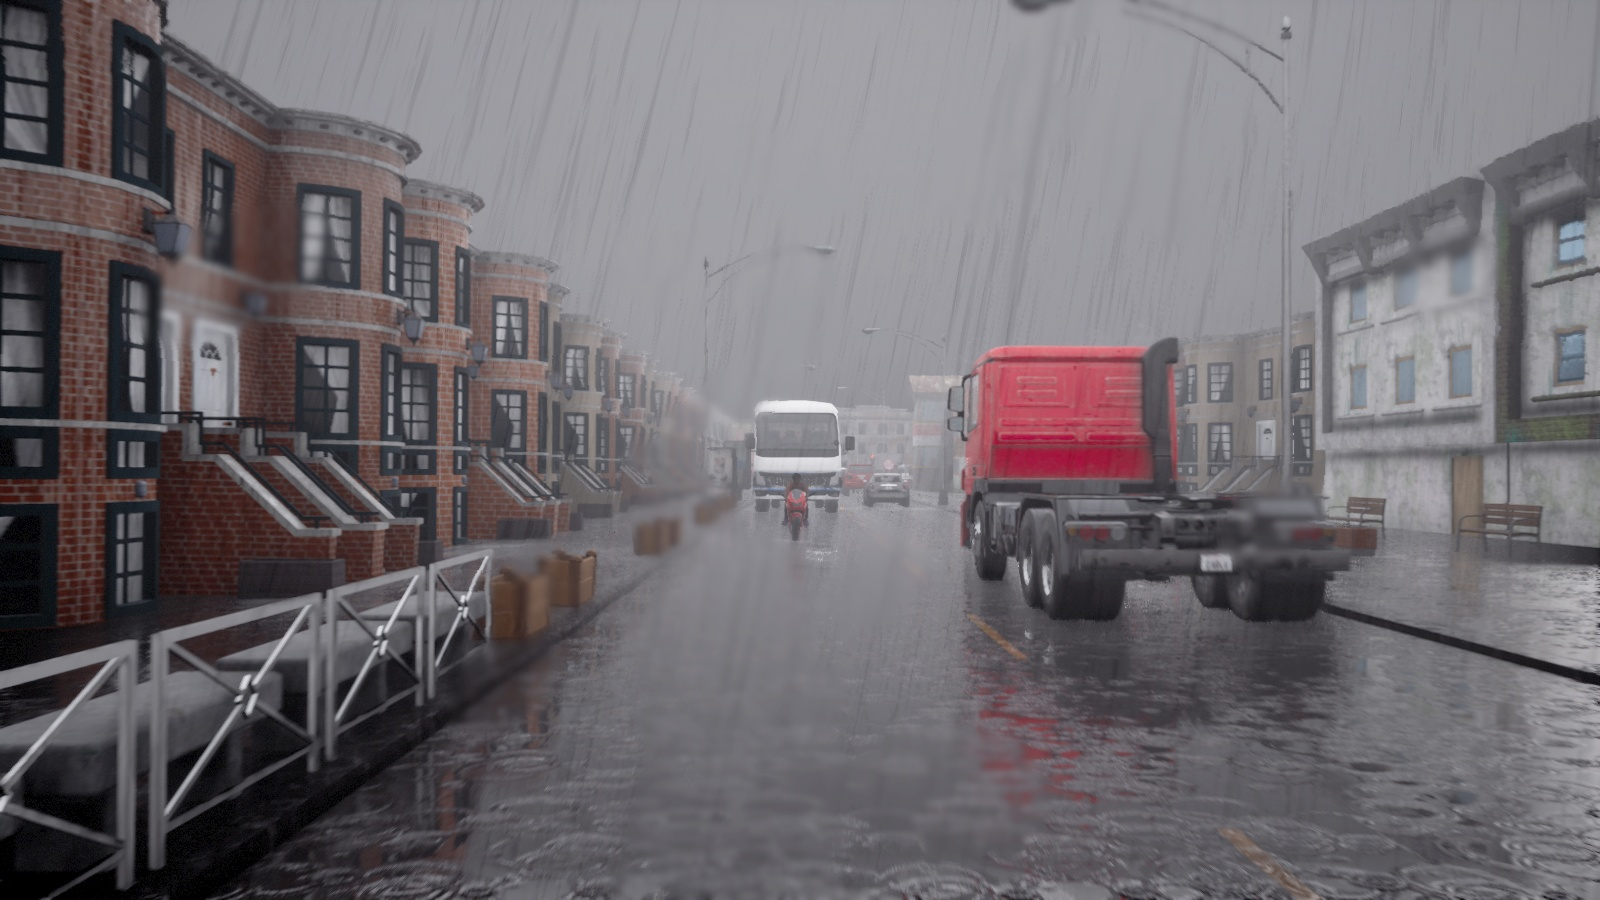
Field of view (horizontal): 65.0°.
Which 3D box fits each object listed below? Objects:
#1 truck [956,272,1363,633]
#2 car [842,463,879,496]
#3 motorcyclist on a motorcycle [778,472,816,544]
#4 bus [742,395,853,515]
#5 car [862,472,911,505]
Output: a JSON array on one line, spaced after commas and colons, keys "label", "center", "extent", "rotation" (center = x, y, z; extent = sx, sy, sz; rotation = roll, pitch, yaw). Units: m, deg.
[{"label": "truck", "center": [3.955, 0.086, 16.069], "extent": [2.891, 3.462, 7.936], "rotation": [0, -1, 0]}, {"label": "car", "center": [3.886, 1.881, 81.426], "extent": [2.150, 2.045, 5.566], "rotation": [0, -1, 0]}, {"label": "motorcyclist on a motorcycle", "center": [-0.068, 1.263, 27.855], "extent": [0.797, 1.523, 2.044], "rotation": [0, -1, 0]}, {"label": "bus", "center": [-0.092, 0.274, 49.903], "extent": [3.944, 4.253, 10.273], "rotation": [0, -1, 0]}, {"label": "car", "center": [3.908, 1.721, 57.142], "extent": [1.970, 1.475, 3.806], "rotation": [0, -1, 0]}]
